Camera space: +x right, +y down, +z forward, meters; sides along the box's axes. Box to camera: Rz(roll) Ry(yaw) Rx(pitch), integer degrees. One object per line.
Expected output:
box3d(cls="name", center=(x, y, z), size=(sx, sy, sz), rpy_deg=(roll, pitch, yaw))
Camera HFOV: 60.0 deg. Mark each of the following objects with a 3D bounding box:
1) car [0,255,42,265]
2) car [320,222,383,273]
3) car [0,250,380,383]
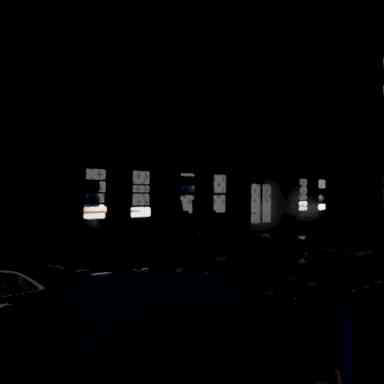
box3d(cls="car", center=(-3.391, 1.547, 4.141), size=(4.403, 1.369, 2.008), rpy_deg=(1, 0, -35))
box3d(cls="car", center=(5.879, 1.661, 10.747), size=(4.206, 1.307, 1.802), rpy_deg=(1, 0, -35))
box3d(cls="car", center=(-0.641, 1.484, 2.797), size=(5.008, 1.535, 1.882), rpy_deg=(1, 0, -35))
